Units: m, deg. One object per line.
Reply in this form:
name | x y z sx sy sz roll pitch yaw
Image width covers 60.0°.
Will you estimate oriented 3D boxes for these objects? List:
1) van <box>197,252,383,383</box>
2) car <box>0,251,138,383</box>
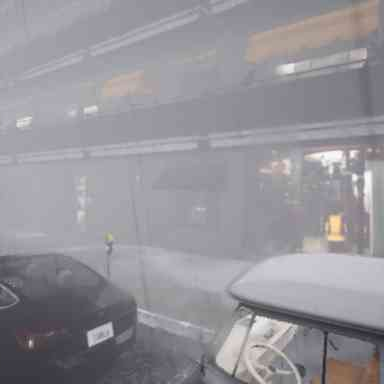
van | 1.825 1.343 1.562 3.998 1.788 1.690 0 1 36
car | -2.671 1.551 4.772 4.313 1.339 1.947 0 1 36
